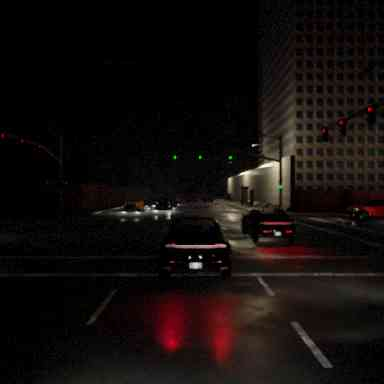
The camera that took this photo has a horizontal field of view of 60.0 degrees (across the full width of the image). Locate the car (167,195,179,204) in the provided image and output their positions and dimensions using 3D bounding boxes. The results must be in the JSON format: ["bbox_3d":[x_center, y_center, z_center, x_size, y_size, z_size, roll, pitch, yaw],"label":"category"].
[{"bbox_3d":[-3.511,1.448,62.867,1.882,1.535,5.008,0,0,0],"label":"car"}]

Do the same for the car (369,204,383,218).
[{"bbox_3d":[3.600,1.220,1.899,2.150,2.045,5.566,0,0,0],"label":"car"}]

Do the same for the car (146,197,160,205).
[{"bbox_3d":[-7.011,1.572,60.504,1.895,1.301,4.718,0,0,1],"label":"car"}]

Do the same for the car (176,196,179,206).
[{"bbox_3d":[-3.571,1.196,52.719,2.150,2.045,5.566,0,0,0],"label":"car"}]

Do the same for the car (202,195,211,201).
[{"bbox_3d":[3.486,1.462,80.856,1.837,1.490,4.892,0,0,0],"label":"car"}]

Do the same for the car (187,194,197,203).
[{"bbox_3d":[-0.012,1.313,70.508,2.097,1.767,4.553,0,0,0],"label":"car"}]

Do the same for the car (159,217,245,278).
[{"bbox_3d":[0.092,1.496,10.100,2.128,1.511,4.902,0,0,0],"label":"car"}]

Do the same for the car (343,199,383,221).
[{"bbox_3d":[15.028,1.394,27.477,4.553,1.767,2.097,0,0,0],"label":"car"}]

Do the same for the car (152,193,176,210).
[{"bbox_3d":[-3.593,1.331,43.130,2.097,1.767,4.553,0,0,0],"label":"car"}]

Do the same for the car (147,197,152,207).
[{"bbox_3d":[-7.089,1.454,50.340,1.882,1.535,5.008,0,0,0],"label":"car"}]

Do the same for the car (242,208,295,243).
[{"bbox_3d":[3.596,1.519,16.328,2.128,1.511,4.902,0,0,0],"label":"car"}]

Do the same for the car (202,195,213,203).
[{"bbox_3d":[3.488,1.491,70.551,1.812,1.442,4.674,0,0,0],"label":"car"}]

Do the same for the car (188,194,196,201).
[{"bbox_3d":[-0.014,1.289,80.761,1.837,1.490,4.892,0,0,0],"label":"car"}]

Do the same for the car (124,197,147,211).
[{"bbox_3d":[-7.098,1.458,41.019,1.882,1.535,5.008,0,0,0],"label":"car"}]
